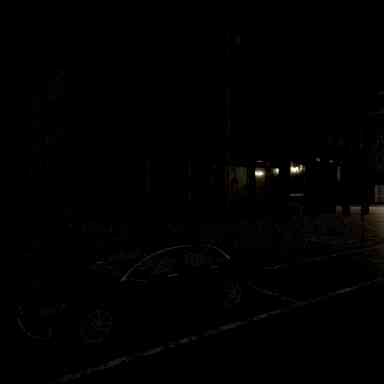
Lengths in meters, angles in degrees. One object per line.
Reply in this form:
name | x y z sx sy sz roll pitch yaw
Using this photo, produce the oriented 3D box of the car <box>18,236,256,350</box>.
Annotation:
car | -0.740 1.551 6.139 4.403 1.369 2.008 0 0 -36
